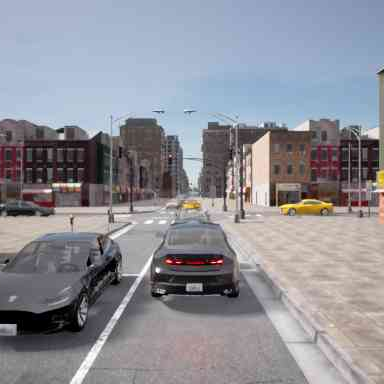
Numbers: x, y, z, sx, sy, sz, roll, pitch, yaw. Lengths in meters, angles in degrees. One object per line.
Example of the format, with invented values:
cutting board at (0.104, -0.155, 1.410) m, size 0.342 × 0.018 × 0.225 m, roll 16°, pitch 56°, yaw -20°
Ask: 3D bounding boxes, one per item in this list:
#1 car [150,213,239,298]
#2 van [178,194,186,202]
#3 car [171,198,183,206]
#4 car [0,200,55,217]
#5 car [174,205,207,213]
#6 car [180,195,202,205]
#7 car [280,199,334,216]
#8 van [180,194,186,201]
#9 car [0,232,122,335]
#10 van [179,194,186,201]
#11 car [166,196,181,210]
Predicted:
car at (0.083, 1.507, 8.536) m, size 1.837 × 1.490 × 4.892 m, roll 0°, pitch 0°, yaw 1°
van at (-2.512, 1.507, 83.866) m, size 1.690 × 1.788 × 3.998 m, roll 0°, pitch 0°, yaw 0°
car at (-2.553, 1.655, 55.838) m, size 1.802 × 1.307 × 4.206 m, roll 0°, pitch 0°, yaw 0°
car at (-14.714, 1.535, 29.549) m, size 4.892 × 1.490 × 1.837 m, roll 1°, pitch 0°, yaw 0°
car at (0.054, 1.608, 17.747) m, size 1.895 × 1.301 × 4.718 m, roll 0°, pitch 0°, yaw 1°
car at (0.117, 1.514, 39.707) m, size 1.882 × 1.535 × 5.008 m, roll 1°, pitch 0°, yaw 5°
car at (11.131, 1.487, 32.423) m, size 5.008 × 1.535 × 1.882 m, roll 0°, pitch 0°, yaw 0°
van at (-2.496, 1.551, 95.077) m, size 1.690 × 1.788 × 3.998 m, roll 0°, pitch 0°, yaw 0°
car at (-2.623, 1.567, 6.858) m, size 1.947 × 1.339 × 4.313 m, roll 0°, pitch 0°, yaw 0°
van at (-2.504, 1.529, 89.471) m, size 1.690 × 1.788 × 3.998 m, roll 0°, pitch 0°, yaw 0°
car at (-2.569, 1.571, 44.458) m, size 1.752 × 1.417 × 4.829 m, roll 0°, pitch 0°, yaw 0°
